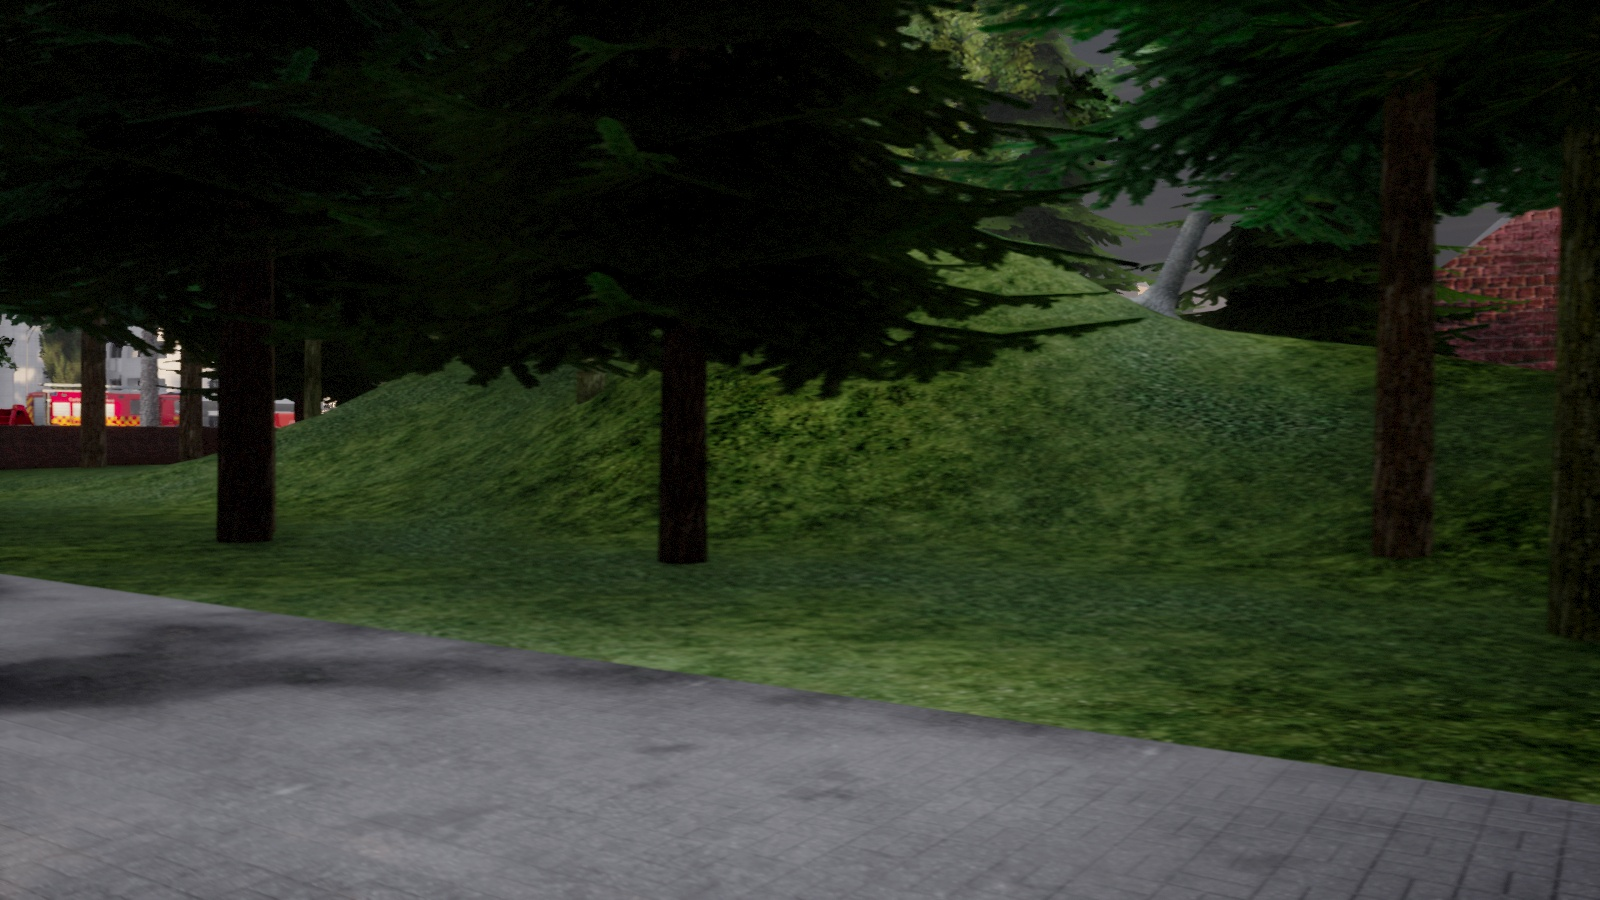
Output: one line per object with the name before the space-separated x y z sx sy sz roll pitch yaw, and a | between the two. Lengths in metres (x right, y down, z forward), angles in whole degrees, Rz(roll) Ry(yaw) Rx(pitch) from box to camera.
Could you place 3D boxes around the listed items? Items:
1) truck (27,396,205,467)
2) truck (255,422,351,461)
truck | -38.769 -1.058 71.512 2.891 3.827 8.468 0 1 34
truck | -32.170 -0.575 81.429 2.627 2.467 5.204 0 1 34
